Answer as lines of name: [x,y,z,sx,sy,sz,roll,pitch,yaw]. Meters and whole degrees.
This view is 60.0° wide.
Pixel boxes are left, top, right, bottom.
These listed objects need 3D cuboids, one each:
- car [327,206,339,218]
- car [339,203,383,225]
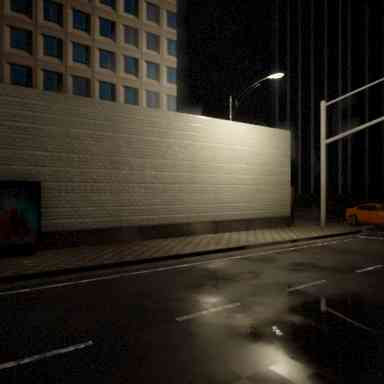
car: [14.176,1.603,27.885,2.033,1.411,5.357,0,0,-38]
car: [12.497,1.519,22.004,1.882,1.535,5.008,1,-1,-17]
